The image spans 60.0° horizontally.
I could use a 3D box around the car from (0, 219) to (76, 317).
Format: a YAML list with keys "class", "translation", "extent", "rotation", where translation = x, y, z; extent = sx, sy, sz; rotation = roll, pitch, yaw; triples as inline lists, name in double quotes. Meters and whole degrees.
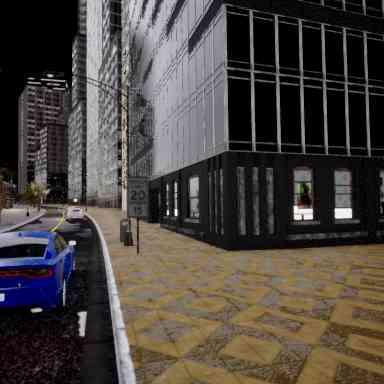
- class: "car"
  translation: [-3.865, 1.647, 7.830]
  extent: [1.882, 1.535, 5.008]
  rotation: [0, -2, -16]

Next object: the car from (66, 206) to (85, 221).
- class: "car"
  translation: [-13.136, 2.514, 37.371]
  extent: [1.812, 1.442, 4.674]
  rotation: [0, -2, -19]

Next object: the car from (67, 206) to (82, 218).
- class: "car"
  translation: [-16.619, 2.728, 46.937]
  extent: [1.882, 1.535, 5.008]
  rotation: [0, -2, -21]
